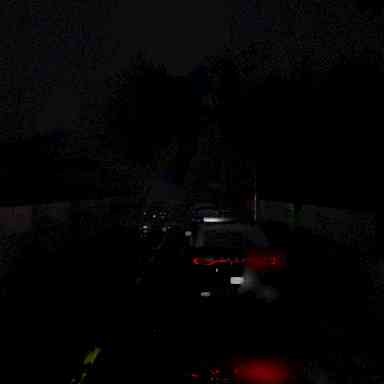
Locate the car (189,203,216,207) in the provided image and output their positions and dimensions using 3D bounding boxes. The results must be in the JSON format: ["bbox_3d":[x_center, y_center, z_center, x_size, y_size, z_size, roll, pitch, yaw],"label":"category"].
[{"bbox_3d":[0.867,1.542,18.624,1.812,1.442,4.674,0,0,0],"label":"car"}]

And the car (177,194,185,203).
[{"bbox_3d":[-2.556,1.571,83.180,2.150,2.045,5.566,0,0,0],"label":"car"}]

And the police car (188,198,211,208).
[{"bbox_3d":[0.881,1.452,24.738,1.930,1.638,5.238,0,0,0],"label":"police car"}]

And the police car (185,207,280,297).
[{"bbox_3d":[0.843,1.432,8.729,1.930,1.638,5.238,0,0,0],"label":"police car"}]

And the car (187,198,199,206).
[{"bbox_3d":[0.137,1.726,58.981,1.994,1.385,4.181,0,0,0],"label":"car"}]

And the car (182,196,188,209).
[{"bbox_3d":[0.121,1.664,45.423,1.994,1.385,4.181,0,0,2],"label":"car"}]

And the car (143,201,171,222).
[{"bbox_3d":[-2.791,1.536,26.924,1.837,1.490,4.892,0,0,0],"label":"car"}]
